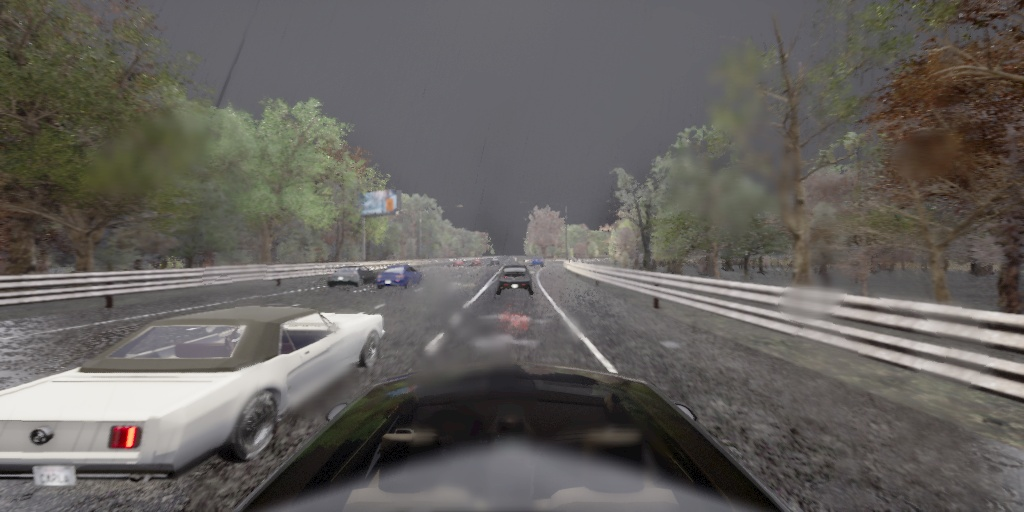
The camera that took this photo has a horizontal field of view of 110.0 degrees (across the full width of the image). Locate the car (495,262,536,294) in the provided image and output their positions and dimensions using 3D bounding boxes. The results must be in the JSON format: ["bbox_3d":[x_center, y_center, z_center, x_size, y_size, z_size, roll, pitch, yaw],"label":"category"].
[{"bbox_3d":[0.196,1.253,20.138,1.837,1.490,4.892,0,-1,1],"label":"car"}]

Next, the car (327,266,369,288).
[{"bbox_3d":[-10.407,1.314,23.782,1.994,1.385,4.181,0,0,0],"label":"car"}]

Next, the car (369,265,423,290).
[{"bbox_3d":[-6.902,1.276,22.278,1.812,1.442,4.674,0,0,0],"label":"car"}]

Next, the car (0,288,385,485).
[{"bbox_3d":[-3.402,1.351,4.891,1.895,1.301,4.718,0,0,0],"label":"car"}]
